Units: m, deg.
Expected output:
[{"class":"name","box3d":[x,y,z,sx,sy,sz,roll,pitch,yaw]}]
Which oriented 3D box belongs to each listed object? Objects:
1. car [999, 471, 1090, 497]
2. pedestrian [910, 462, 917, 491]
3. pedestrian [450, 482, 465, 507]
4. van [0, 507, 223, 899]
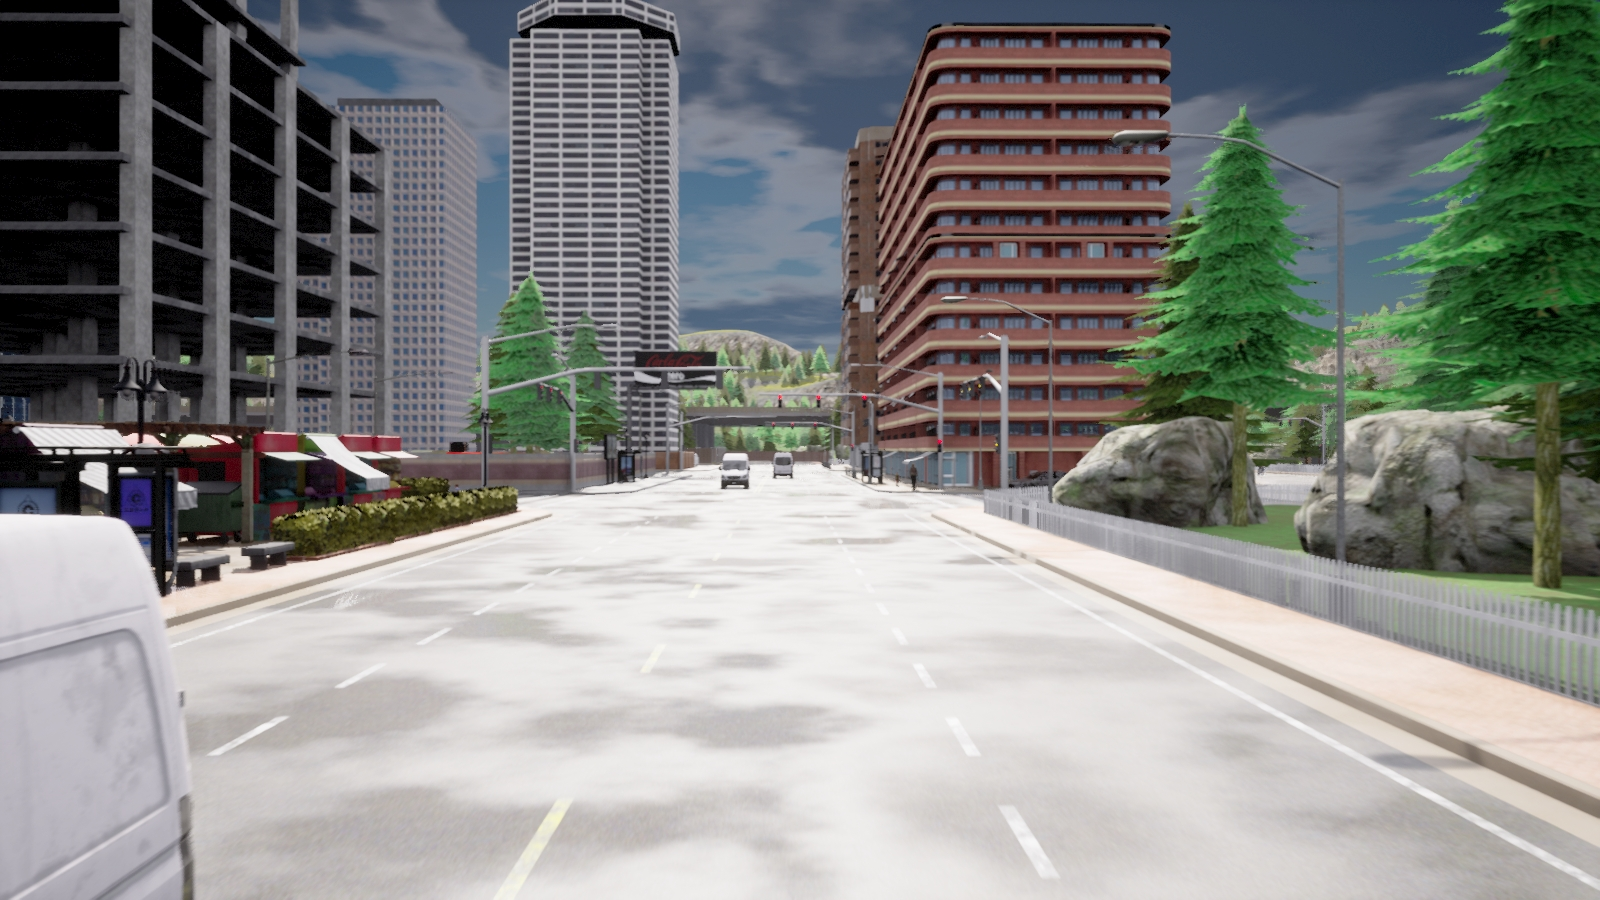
[{"class":"car","box3d":[14.656,2.006,68.505,4.892,1.480,2.231,0,0,-20]},{"class":"pedestrian","box3d":[7.355,1.694,74.055,0.375,1.860,0.375,0,0,2]},{"class":"pedestrian","box3d":[-15.667,2.024,52.286,0.500,1.100,0.500,0,0,1]},{"class":"van","box3d":[-3.531,1.535,2.141,1.988,2.561,5.915,0,0,-1]}]
